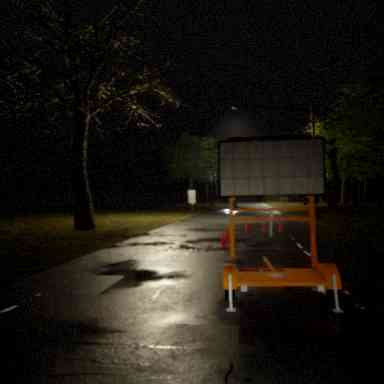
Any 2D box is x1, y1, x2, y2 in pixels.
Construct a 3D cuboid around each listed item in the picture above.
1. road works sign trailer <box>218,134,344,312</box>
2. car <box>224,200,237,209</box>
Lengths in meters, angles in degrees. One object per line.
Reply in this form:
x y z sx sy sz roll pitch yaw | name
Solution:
1.830 0.508 7.758 2.380 3.560 2.880 -1 -1 5 | road works sign trailer
6.723 2.074 57.421 2.128 1.511 4.902 -2 -1 10 | car
